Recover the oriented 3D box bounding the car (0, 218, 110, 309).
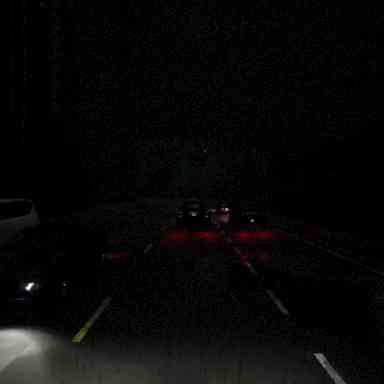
[{"bbox_3d":[-3.511,1.555,8.340,2.033,1.411,5.357,0,0,0],"label":"car"}]

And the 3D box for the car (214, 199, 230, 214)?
[{"bbox_3d":[3.593,1.538,36.515,1.837,1.490,4.892,0,0,0],"label":"car"}]

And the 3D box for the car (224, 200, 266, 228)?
[{"bbox_3d":[3.599,1.511,22.235,2.128,1.511,4.902,0,0,0],"label":"car"}]

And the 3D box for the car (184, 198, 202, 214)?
[{"bbox_3d":[0.095,1.511,36.728,1.882,1.535,5.008,0,0,0],"label":"car"}]

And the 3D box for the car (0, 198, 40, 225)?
[{"bbox_3d":[-7.000,1.232,10.815,2.150,2.045,5.566,0,0,0],"label":"car"}]

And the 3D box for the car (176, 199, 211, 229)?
[{"bbox_3d":[0.100,1.372,21.795,2.097,1.767,4.553,0,0,0],"label":"car"}]
